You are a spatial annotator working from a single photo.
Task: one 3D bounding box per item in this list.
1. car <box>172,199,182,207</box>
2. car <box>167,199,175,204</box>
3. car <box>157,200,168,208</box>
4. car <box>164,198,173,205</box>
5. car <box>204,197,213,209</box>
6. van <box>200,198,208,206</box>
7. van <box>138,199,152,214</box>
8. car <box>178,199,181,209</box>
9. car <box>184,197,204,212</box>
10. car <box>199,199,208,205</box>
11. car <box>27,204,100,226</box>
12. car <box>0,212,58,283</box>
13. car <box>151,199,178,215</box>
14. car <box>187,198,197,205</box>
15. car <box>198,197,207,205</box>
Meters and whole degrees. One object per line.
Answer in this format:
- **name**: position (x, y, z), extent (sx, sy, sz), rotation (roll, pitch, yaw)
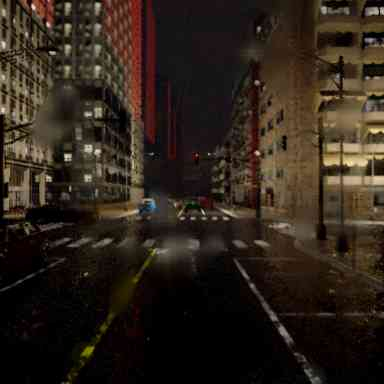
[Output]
- **car**: position (-2.991, 2.221, 68.257), extent (1.882, 1.535, 5.008), rotation (0, -1, 0)
- **car**: position (-5.680, 2.562, 91.819), extent (2.008, 1.369, 4.403), rotation (0, -1, 0)
- **car**: position (-5.683, 2.220, 63.896), extent (1.752, 1.417, 4.829), rotation (0, -1, 0)
- **car**: position (-5.681, 2.324, 80.719), extent (1.967, 1.590, 4.097), rotation (0, -1, 0)
- **car**: position (2.696, 1.949, 58.518), extent (2.192, 1.841, 5.009), rotation (0, -1, 0)
- **van**: position (2.698, 2.162, 75.169), extent (1.690, 1.788, 3.998), rotation (0, -1, 0)
- **van**: position (-5.686, 1.791, 41.866), extent (1.690, 1.788, 3.998), rotation (0, -1, 0)
- **car**: position (-3.082, 1.869, 47.923), extent (2.097, 1.767, 4.553), rotation (0, -1, 0)
- **car**: position (0.122, 1.729, 47.189), extent (2.150, 2.045, 5.566), rotation (0, -1, 0)
- **car**: position (2.700, 2.434, 80.717), extent (2.008, 1.369, 4.403), rotation (0, -1, 0)
- **car**: position (-9.058, 1.598, 23.538), extent (4.902, 1.511, 2.128), rotation (1, 0, -11)
- **car**: position (-5.690, 1.541, 9.392), extent (1.967, 1.590, 4.097), rotation (0, -1, 0)
- **car**: position (-3.124, 1.772, 39.135), extent (2.097, 1.767, 4.553), rotation (0, -1, 1)
- **car**: position (0.012, 2.208, 78.048), extent (2.097, 1.767, 4.553), rotation (0, -1, 0)
- **car**: position (2.700, 2.262, 86.271), extent (2.192, 1.841, 5.009), rotation (0, -1, 0)
